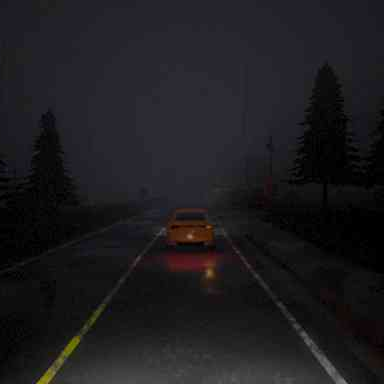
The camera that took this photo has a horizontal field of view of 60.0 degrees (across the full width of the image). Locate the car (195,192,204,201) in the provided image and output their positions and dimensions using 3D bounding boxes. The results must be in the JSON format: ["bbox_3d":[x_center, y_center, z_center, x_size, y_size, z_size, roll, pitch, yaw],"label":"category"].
[{"bbox_3d":[1.728,1.463,79.819,1.837,1.490,4.892,0,0,2],"label":"car"}]

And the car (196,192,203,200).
[{"bbox_3d":[2.110,1.093,93.597,2.150,2.045,5.566,0,0,2],"label":"car"}]

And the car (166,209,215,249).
[{"bbox_3d":[-0.040,1.474,14.590,1.882,1.535,5.008,0,0,0],"label":"car"}]
